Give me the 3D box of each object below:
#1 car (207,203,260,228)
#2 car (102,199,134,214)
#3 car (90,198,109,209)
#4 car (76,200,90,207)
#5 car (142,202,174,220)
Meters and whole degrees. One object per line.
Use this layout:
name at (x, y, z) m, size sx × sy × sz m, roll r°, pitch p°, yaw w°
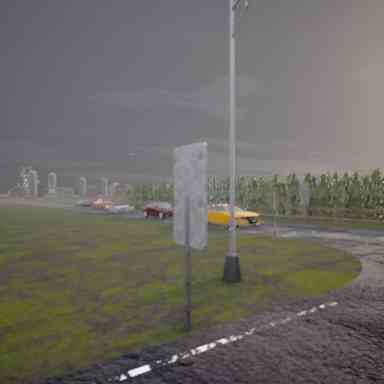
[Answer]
car at (2.526, 1.576, 23.126) m, size 1.882 × 1.535 × 5.008 m, roll 0°, pitch -1°, yaw -35°
car at (-8.527, 1.876, 39.202) m, size 1.895 × 1.301 × 4.718 m, roll 0°, pitch -1°, yaw -34°
car at (-13.930, 1.754, 52.252) m, size 2.097 × 1.767 × 4.553 m, roll 0°, pitch -1°, yaw -35°
car at (-19.665, 2.058, 60.584) m, size 1.994 × 1.385 × 4.181 m, roll 0°, pitch -1°, yaw -34°
car at (-2.874, 1.662, 30.967) m, size 1.882 × 1.535 × 5.008 m, roll 0°, pitch -1°, yaw -34°
